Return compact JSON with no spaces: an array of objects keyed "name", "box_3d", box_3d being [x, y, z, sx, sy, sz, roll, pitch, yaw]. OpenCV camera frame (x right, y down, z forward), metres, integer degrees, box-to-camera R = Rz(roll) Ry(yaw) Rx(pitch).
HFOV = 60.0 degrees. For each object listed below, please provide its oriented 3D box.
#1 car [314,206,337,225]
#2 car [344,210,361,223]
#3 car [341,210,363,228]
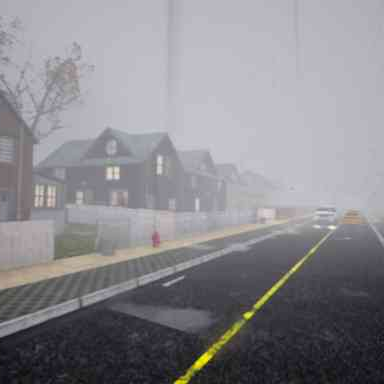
[{"name":"car","box_3d":[15.695,2.657,38.966,2.150,2.045,5.566,0,-2,26]},{"name":"car","box_3d":[20.773,3.140,42.968,1.837,1.490,4.892,0,-2,27]},{"name":"car","box_3d":[16.161,2.756,33.621,1.882,1.535,5.008,0,-2,27]}]
